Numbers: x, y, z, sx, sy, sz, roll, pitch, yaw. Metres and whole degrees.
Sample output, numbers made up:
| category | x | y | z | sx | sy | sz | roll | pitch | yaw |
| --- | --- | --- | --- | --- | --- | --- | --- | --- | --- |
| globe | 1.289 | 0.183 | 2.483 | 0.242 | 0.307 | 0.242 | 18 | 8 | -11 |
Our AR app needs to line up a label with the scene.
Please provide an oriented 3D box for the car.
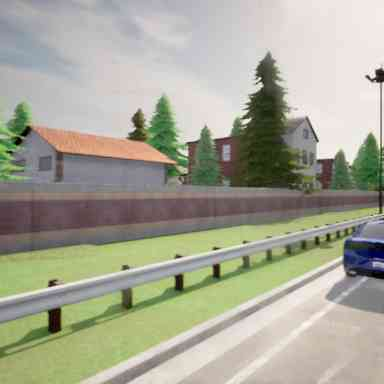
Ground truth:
| category | x | y | z | sx | sy | sz | roll | pitch | yaw |
| --- | --- | --- | --- | --- | --- | --- | --- | --- | --- |
| car | 5.859 | 1.523 | 9.496 | 1.882 | 1.535 | 5.008 | 0 | 0 | 40 |
